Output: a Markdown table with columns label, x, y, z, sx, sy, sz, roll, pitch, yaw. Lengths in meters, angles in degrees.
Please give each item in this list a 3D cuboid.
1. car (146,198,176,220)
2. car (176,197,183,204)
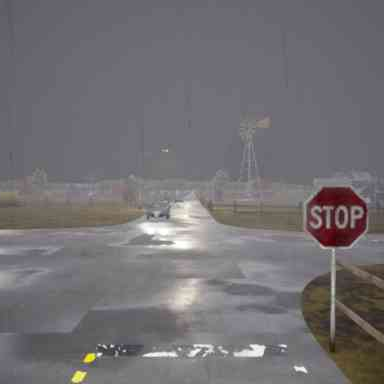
| label | x | y | z | sx | sy | sz | roll | pitch | yaw |
| --- | --- | --- | --- | --- | --- | --- | --- | --- | --- |
| car | -2.754 | 1.512 | 28.349 | 2.128 | 1.511 | 4.902 | 0 | 0 | 0 |
| car | -2.749 | 1.706 | 70.068 | 2.033 | 1.411 | 5.357 | 0 | 0 | 0 |
